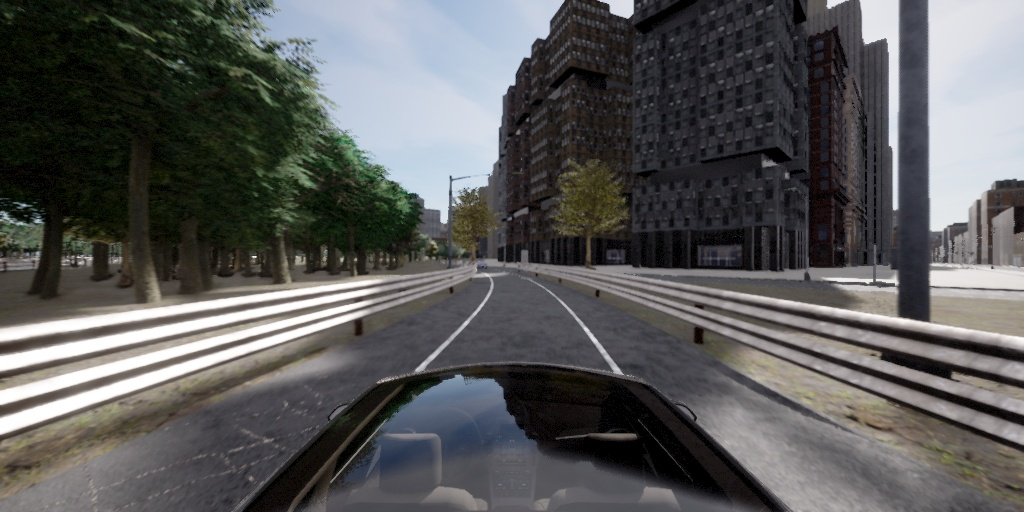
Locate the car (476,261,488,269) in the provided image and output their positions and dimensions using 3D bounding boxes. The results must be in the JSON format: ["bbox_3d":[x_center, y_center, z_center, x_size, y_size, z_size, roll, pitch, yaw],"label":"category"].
[{"bbox_3d":[-5.684,1.596,63.336,2.033,1.411,5.357,0,0,-17],"label":"car"}]
